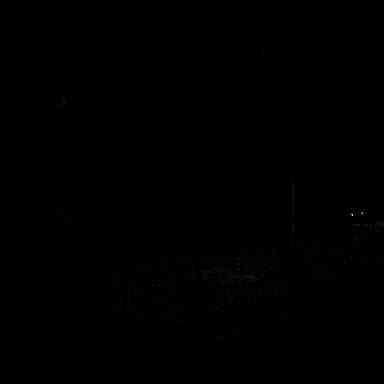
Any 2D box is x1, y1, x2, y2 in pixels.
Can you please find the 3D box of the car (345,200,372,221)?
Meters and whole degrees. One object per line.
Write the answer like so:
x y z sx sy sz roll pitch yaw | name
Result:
10.845 1.209 26.575 2.150 2.045 5.566 0 0 -35 | car

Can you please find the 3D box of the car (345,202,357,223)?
9.307 1.540 24.354 1.947 1.339 4.313 0 0 -35 | car

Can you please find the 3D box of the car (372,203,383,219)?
15.844 1.580 29.012 1.947 1.339 4.313 0 0 -35 | car
